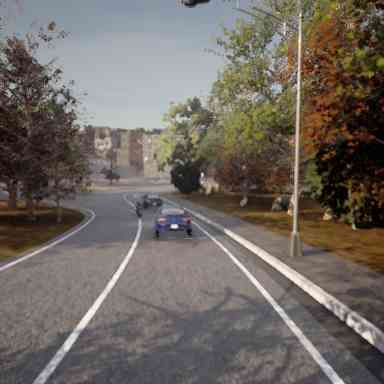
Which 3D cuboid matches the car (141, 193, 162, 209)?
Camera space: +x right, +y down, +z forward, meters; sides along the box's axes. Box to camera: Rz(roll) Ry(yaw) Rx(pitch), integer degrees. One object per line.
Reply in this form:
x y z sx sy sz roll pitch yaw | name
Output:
-4.117 0.846 33.801 1.812 1.442 4.674 -1 3 -14 | car

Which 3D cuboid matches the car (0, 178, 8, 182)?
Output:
-44.098 -2.729 76.335 1.837 1.490 4.892 2 5 24 | car

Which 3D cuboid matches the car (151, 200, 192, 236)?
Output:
-1.116 1.427 17.963 1.812 1.442 4.674 -1 1 -7 | car
